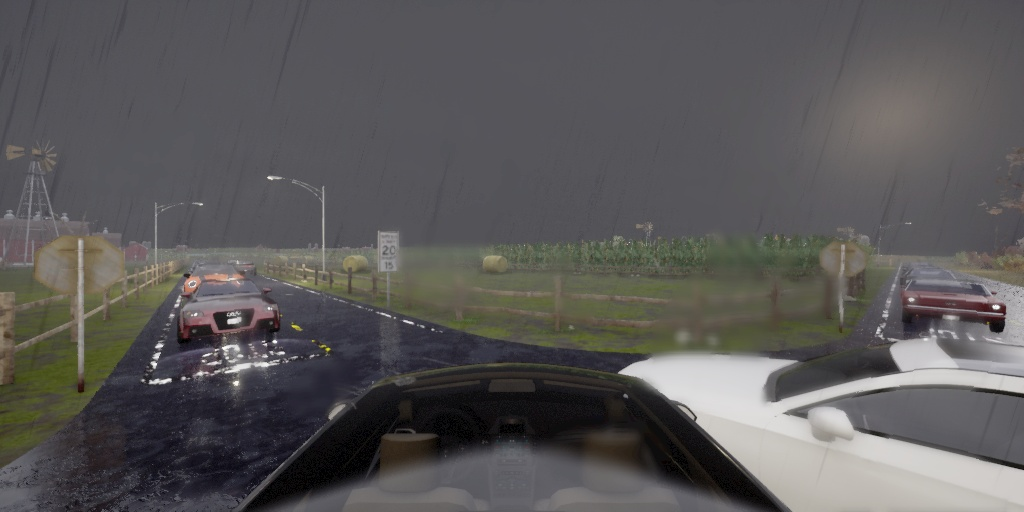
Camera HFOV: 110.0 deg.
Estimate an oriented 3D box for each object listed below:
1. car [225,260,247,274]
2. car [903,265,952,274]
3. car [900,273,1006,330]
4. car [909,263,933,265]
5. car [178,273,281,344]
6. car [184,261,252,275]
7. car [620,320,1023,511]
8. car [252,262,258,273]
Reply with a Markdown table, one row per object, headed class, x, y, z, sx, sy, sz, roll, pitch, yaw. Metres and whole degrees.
| class | x | y | z | sx | sy | sz | roll | pitch | yaw |
| --- | --- | --- | --- | --- | --- | --- | --- | --- | --- |
| car | -33.378 | 1.289 | 43.301 | 1.837 | 1.490 | 4.892 | 0 | 0 | -41 |
| car | 20.728 | 1.349 | 17.758 | 5.357 | 1.411 | 2.033 | 0 | 1 | -42 |
| car | 13.601 | 1.390 | 11.248 | 4.718 | 1.301 | 1.895 | 0 | 1 | -43 |
| car | 27.529 | 1.382 | 23.962 | 4.181 | 1.385 | 1.994 | 0 | 1 | -42 |
| car | -7.868 | 1.352 | 9.936 | 1.994 | 1.385 | 4.181 | 0 | 0 | -42 |
| car | -13.595 | 1.135 | 16.463 | 2.097 | 1.767 | 4.553 | 0 | 0 | -41 |
| car | 2.853 | 1.293 | 2.268 | 1.812 | 1.442 | 4.674 | 0 | 1 | -43 |
| car | -26.714 | 1.270 | 35.792 | 2.128 | 1.511 | 4.902 | 0 | 0 | -41 |
